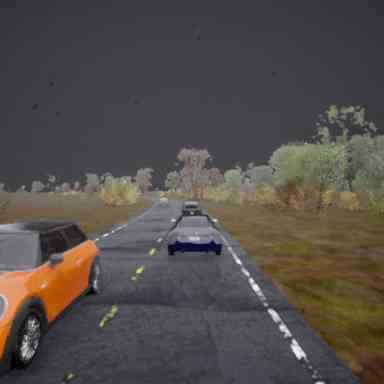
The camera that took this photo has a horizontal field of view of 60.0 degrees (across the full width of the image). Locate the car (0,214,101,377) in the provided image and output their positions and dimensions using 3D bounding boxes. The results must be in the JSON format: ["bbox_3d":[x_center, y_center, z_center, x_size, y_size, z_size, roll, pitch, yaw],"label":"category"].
[{"bbox_3d":[-3.103,1.354,5.660,2.097,1.767,4.553,0,0,0],"label":"car"}]

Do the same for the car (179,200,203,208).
[{"bbox_3d":[-0.100,1.515,30.092,1.837,1.490,4.892,0,0,-1],"label":"car"}]

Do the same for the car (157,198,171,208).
[{"bbox_3d":[-4.120,1.547,48.920,1.812,1.442,4.674,0,0,-3],"label":"car"}]

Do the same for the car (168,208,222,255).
[{"bbox_3d":[0.095,1.568,13.392,1.994,1.385,4.181,0,0,0],"label":"car"}]
